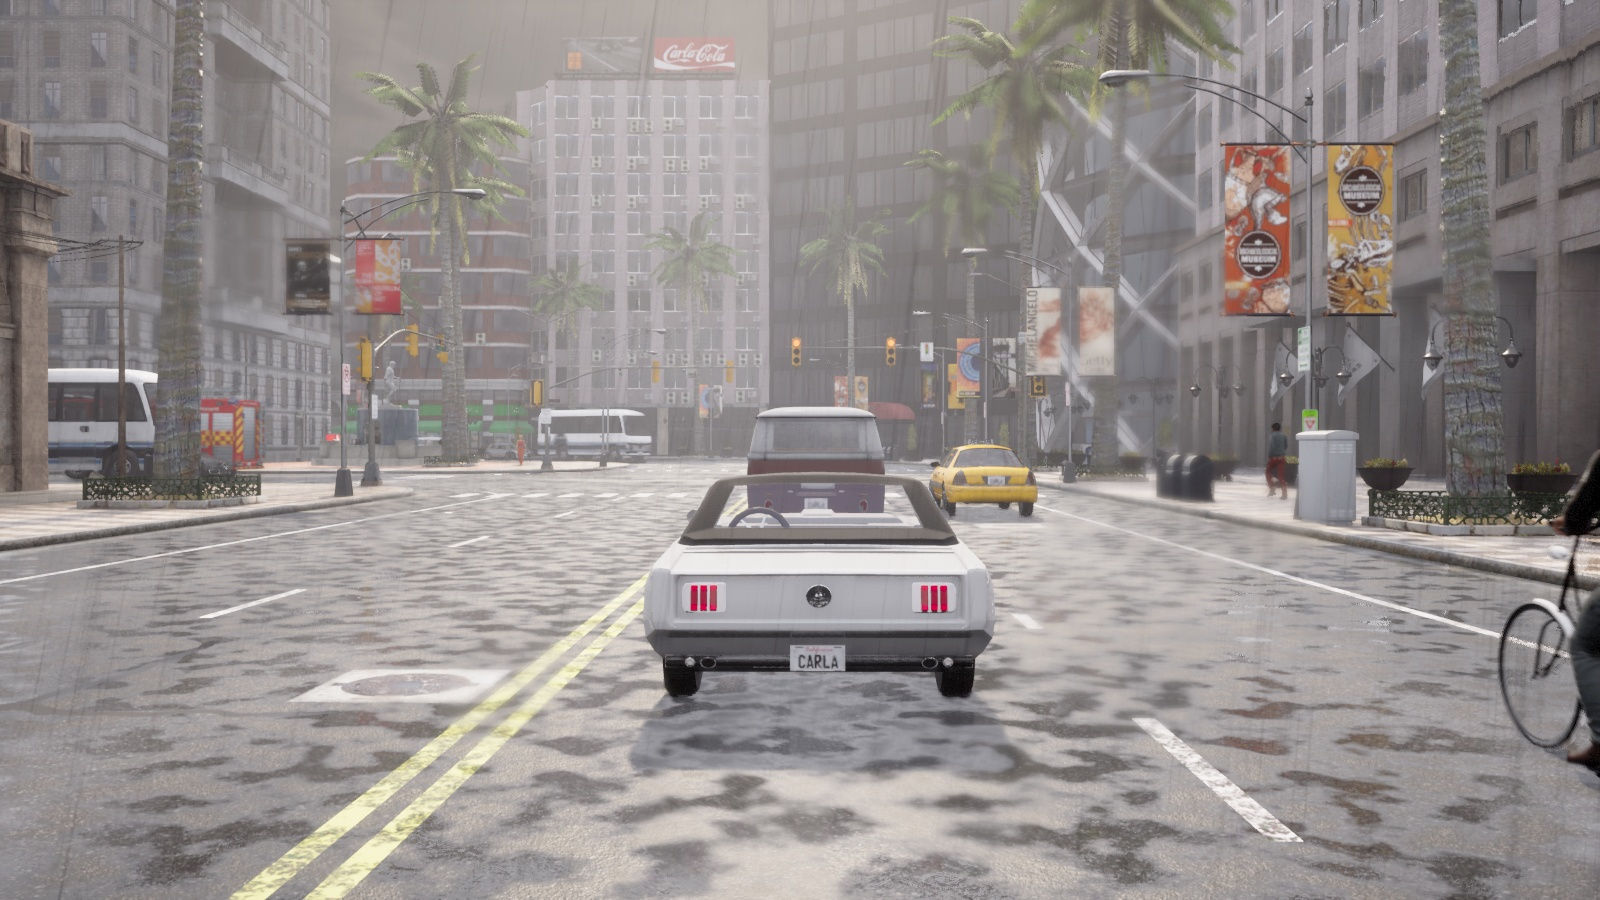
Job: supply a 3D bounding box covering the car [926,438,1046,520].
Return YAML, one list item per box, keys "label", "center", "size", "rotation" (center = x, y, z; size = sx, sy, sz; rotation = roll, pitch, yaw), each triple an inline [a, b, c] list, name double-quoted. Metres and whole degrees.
- label: "car"
  center: [3.818, 0.538, 26.653]
  size: [1.801, 1.575, 5.366]
  rotation: [0, 0, 1]

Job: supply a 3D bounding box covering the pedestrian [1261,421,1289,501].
- label: "pedestrian"
  center: [11.073, 0.247, 29.282]
  size: [0.353, 1.847, 0.614]
  rotation: [0, 0, -11]

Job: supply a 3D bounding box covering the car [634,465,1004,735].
- label: "car"
  center: [0.125, 0.797, 8.803]
  size: [1.895, 1.301, 4.718]
  rotation: [0, 0, 1]

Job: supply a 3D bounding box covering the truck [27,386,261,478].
- label: "truck"
  center: [-27.797, -0.743, 53.491]
  size: [8.468, 3.827, 2.891]
  rotation: [0, 0, 0]

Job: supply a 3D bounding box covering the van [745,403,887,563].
- label: "van"
  center: [0.224, 0.399, 17.841]
  size: [1.775, 1.987, 4.442]
  rotation: [0, 0, 1]

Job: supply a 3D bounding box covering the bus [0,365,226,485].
- label: "bus"
  center: [-27.301, -0.914, 46.485]
  size: [10.273, 4.253, 3.944]
  rotation: [0, 0, 0]

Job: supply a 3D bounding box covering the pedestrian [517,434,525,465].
- label: "pedestrian"
  center: [-16.493, -0.029, 74.135]
  size: [0.345, 1.836, 0.594]
  rotation: [0, 0, 0]

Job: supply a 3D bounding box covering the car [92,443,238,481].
- label: "car"
  center: [-25.251, 0.449, 49.998]
  size: [4.892, 1.490, 1.837]
  rotation: [0, 0, 1]

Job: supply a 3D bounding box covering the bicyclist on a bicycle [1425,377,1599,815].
- label: "bicyclist on a bicycle"
  center: [3.587, 0.588, 5.638]
  size: [0.659, 1.776, 1.843]
  rotation: [0, 1, 1]
